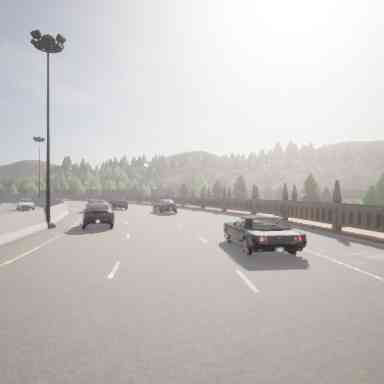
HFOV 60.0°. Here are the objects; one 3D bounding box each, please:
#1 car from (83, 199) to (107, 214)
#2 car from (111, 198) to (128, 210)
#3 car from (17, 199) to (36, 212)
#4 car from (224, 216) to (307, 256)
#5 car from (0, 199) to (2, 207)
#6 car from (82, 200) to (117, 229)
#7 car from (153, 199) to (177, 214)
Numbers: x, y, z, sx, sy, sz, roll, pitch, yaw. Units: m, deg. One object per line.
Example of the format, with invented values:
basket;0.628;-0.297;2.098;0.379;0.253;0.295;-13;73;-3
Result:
car;-10.948;1.546;37.363;2.033;1.411;5.357;0;0;-22
car;-9.604;1.490;42.920;2.128;1.511;4.902;0;0;-24
car;-19.746;1.525;39.579;1.812;1.442;4.674;0;0;-26
car;2.608;1.600;13.171;1.895;1.301;4.718;0;0;-7
car;-30.674;1.564;51.400;1.994;1.385;4.181;0;0;-35
car;-6.065;1.501;21.809;1.837;1.490;4.892;0;-1;-13
car;-2.918;1.524;35.892;1.812;1.442;4.674;0;0;-19
